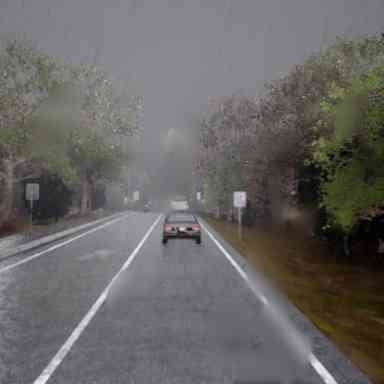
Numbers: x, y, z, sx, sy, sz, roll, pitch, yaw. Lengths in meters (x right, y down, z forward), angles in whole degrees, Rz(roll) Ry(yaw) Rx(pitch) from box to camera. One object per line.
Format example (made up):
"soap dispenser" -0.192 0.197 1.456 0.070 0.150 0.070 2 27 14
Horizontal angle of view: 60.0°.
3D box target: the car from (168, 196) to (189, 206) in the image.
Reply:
"car" -1.580 1.552 38.535 2.150 2.045 5.566 0 -1 -3

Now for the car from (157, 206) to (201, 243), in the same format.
"car" -0.542 1.678 16.931 2.033 1.411 5.357 0 0 -3

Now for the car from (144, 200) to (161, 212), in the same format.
"car" -5.659 2.016 47.876 2.097 1.767 4.553 0 -3 -2
